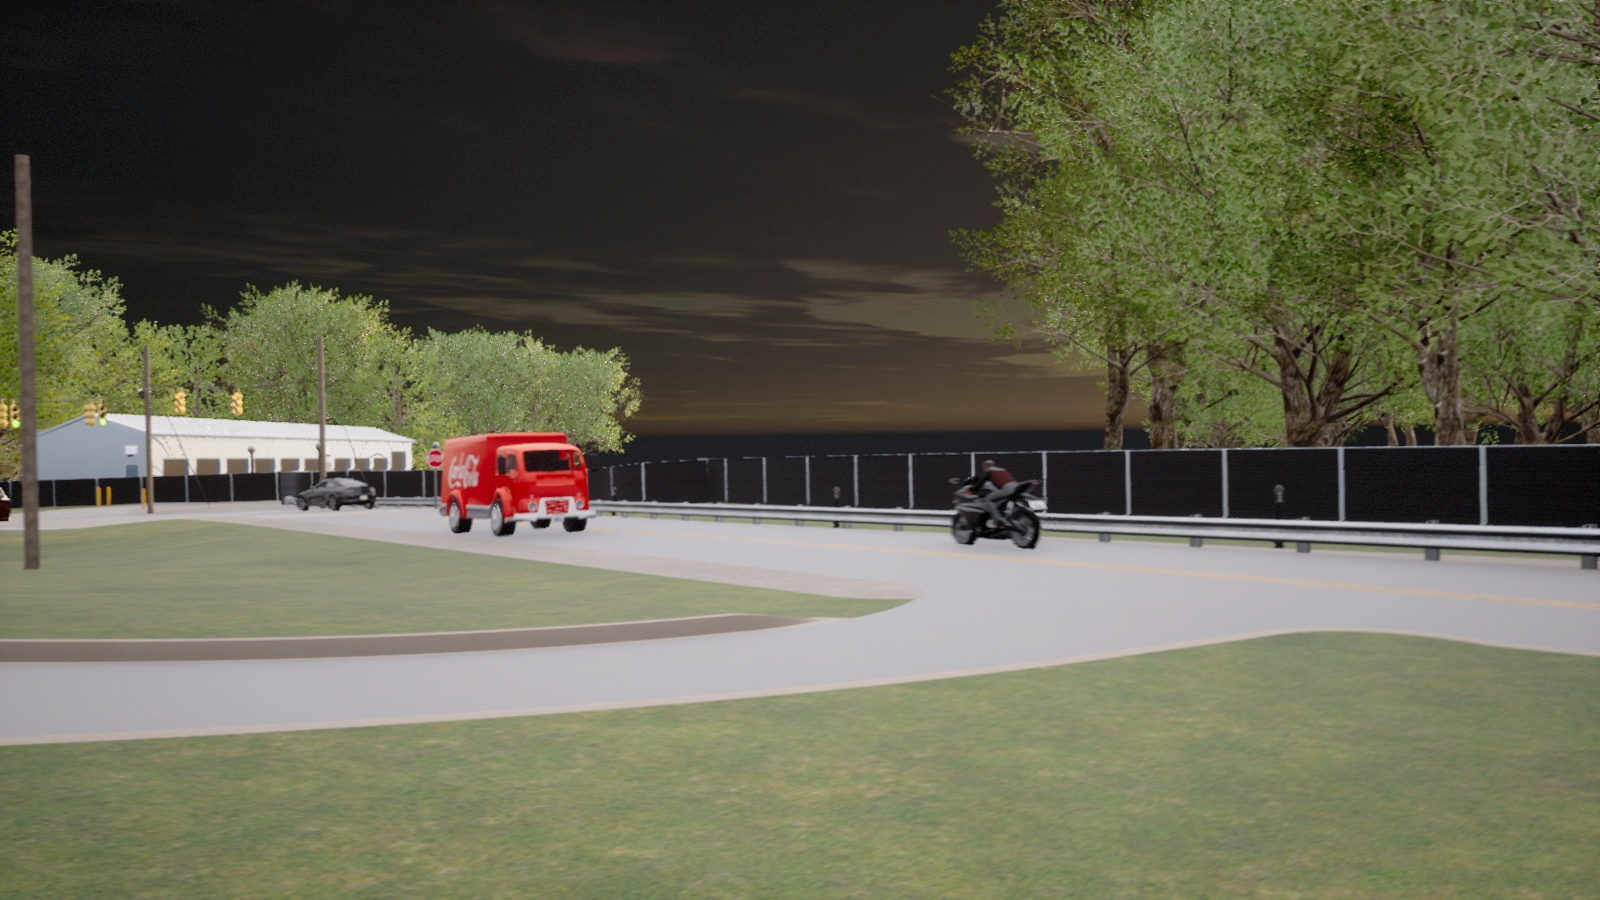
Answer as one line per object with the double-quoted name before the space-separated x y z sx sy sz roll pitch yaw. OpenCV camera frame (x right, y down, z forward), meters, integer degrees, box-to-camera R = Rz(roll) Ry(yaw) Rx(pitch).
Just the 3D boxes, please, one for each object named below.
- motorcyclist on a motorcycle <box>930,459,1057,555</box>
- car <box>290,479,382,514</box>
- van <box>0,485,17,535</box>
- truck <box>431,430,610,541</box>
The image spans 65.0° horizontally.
"motorcyclist on a motorcycle" 3.285 0.949 21.575 0.866 1.530 2.191 -2 0 -33
"car" -20.760 2.083 56.122 4.674 1.442 1.812 -3 -1 41
"van" -34.567 2.365 50.728 2.069 2.038 4.480 -1 -5 23
"truck" -7.051 0.867 31.226 2.627 2.467 5.204 -2 -1 -33
